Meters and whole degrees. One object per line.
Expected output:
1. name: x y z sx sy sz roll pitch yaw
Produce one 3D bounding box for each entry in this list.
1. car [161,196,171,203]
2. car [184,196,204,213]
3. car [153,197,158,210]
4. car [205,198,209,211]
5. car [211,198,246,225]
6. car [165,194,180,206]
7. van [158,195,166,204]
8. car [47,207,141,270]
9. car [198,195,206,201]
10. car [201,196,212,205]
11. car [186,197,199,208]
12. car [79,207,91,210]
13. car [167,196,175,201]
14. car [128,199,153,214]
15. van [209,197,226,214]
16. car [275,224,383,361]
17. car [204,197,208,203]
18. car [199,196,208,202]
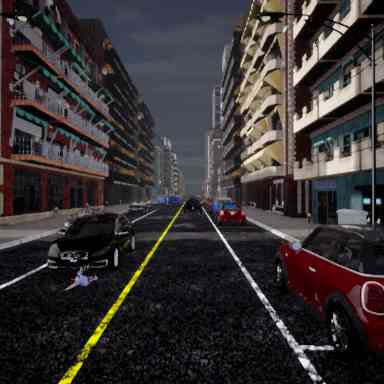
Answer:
1. car: -5.662 1.601 73.615 1.752 1.417 4.829 0 0 0
2. car: 0.104 1.510 37.162 1.882 1.535 5.008 0 0 0
3. car: -5.671 1.587 40.644 2.008 1.369 4.403 1 0 0
4. car: 2.708 1.575 35.105 1.887 1.381 4.507 0 0 0
5. car: 2.706 1.460 24.058 1.967 1.590 4.097 1 0 0
6. car: -3.048 1.533 57.510 1.882 1.535 5.008 0 0 0
7. van: -5.663 1.403 62.737 1.690 1.788 3.998 1 0 0
8. car: -3.099 1.510 11.102 1.837 1.490 4.892 0 1 0
9. car: 2.724 1.645 90.340 1.887 1.381 4.507 0 0 0
10. car: 2.717 1.588 62.892 1.752 1.417 4.829 0 0 0
11. car: 0.103 1.551 49.147 1.837 1.490 4.892 0 0 0
12. car: -5.678 1.565 18.550 2.008 1.369 4.403 1 0 0
13. car: -5.658 1.666 90.354 1.947 1.339 4.313 0 0 0
14. car: -5.673 1.581 35.121 2.008 1.369 4.403 1 0 0
15. van: 2.709 1.366 29.582 1.690 1.788 3.998 1 0 0
16. car: 3.002 1.356 6.089 2.097 1.767 4.553 0 0 0
17. car: 2.709 1.581 40.629 1.887 1.381 4.507 0 0 0
18. car: 2.720 1.666 79.293 1.802 1.307 4.206 0 0 0
